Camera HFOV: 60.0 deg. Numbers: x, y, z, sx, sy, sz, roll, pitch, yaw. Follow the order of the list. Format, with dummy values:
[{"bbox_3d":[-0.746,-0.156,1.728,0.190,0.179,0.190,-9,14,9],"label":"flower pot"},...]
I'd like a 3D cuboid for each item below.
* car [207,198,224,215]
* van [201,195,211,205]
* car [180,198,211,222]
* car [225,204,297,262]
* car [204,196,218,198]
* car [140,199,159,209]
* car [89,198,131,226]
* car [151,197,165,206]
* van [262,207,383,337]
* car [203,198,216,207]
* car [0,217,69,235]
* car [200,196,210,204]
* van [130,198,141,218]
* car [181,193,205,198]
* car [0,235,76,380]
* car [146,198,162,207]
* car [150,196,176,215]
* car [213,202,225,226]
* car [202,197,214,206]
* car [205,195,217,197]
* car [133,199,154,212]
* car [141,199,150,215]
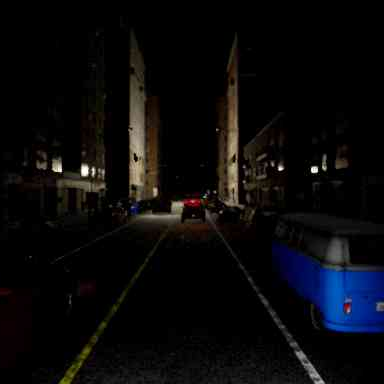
[{"bbox_3d":[2.687,1.607,34.801,1.947,1.339,4.313,1,0,0],"label":"car"},{"bbox_3d":[2.700,1.416,63.168,1.690,1.788,3.998,1,0,0],"label":"van"},{"bbox_3d":[0.109,1.523,26.432,2.128,1.511,4.902,0,0,0],"label":"car"},{"bbox_3d":[2.682,1.329,12.108,2.192,1.841,5.009,1,0,0],"label":"car"},{"bbox_3d":[2.689,1.574,40.644,1.752,1.417,4.829,1,0,0],"label":"car"},{"bbox_3d":[-5.835,1.621,46.155,1.947,1.339,4.313,1,0,0],"label":"car"},{"bbox_3d":[-5.841,1.467,23.463,1.967,1.590,4.097,1,0,0],"label":"car"},{"bbox_3d":[-5.831,1.613,57.500,1.887,1.381,4.507,1,0,0],"label":"car"},{"bbox_3d":[2.680,1.348,6.435,1.690,1.788,3.998,1,0,0],"label":"van"},{"bbox_3d":[2.693,1.645,51.821,1.802,1.307,4.206,1,0,0],"label":"car"},{"bbox_3d":[-5.846,1.595,12.118,1.802,1.307,4.206,1,0,0],"label":"car"},{"bbox_3d":[2.700,1.607,69.012,1.752,1.417,4.829,1,0,0],"label":"car"},{"bbox_3d":[-5.838,1.375,29.136,1.690,1.788,3.998,1,0,0],"label":"van"},{"bbox_3d":[0.115,1.273,41.133,2.150,2.045,5.566,0,0,0],"label":"car"},{"bbox_3d":[-3.100,1.568,4.362,1.994,1.385,4.181,0,0,0],"label":"car"},{"bbox_3d":[-5.833,1.628,51.828,1.947,1.339,4.313,1,0,0],"label":"car"},{"bbox_3d":[-3.085,1.520,35.405,1.882,1.535,5.008,0,0,0],"label":"car"},{"bbox_3d":[2.683,1.609,23.454,1.802,1.307,4.206,1,0,0],"label":"car"},{"bbox_3d":[2.696,1.594,57.665,1.752,1.417,4.829,1,0,0],"label":"car"},{"bbox_3d":[2.693,1.371,46.148,2.192,1.841,5.009,1,0,0],"label":"car"},{"bbox_3d":[-5.836,1.599,40.482,2.008,1.369,4.403,1,0,0],"label":"car"},{"bbox_3d":[-5.839,1.623,34.809,1.802,1.307,4.206,1,0,0],"label":"car"}]
